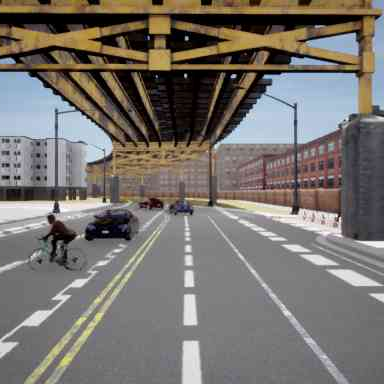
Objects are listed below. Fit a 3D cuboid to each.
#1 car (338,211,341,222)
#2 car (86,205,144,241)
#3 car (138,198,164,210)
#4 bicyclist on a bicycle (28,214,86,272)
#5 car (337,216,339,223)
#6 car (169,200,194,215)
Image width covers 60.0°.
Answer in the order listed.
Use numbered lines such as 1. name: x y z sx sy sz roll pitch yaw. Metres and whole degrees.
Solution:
1. car: 12.070 1.295 21.253 4.536 1.218 1.853 0 0 29
2. car: -3.811 1.563 16.528 1.994 1.385 4.181 0 0 -1
3. car: -5.440 1.478 43.462 1.882 1.535 5.008 0 0 -32
4. bicyclist on a bicycle: -3.800 1.453 9.363 1.656 1.620 0.582 -1 0 -1
5. car: 12.025 1.453 21.278 4.974 1.542 2.038 0 0 29
6. car: -1.142 1.547 33.729 2.033 1.411 5.357 0 0 -12
